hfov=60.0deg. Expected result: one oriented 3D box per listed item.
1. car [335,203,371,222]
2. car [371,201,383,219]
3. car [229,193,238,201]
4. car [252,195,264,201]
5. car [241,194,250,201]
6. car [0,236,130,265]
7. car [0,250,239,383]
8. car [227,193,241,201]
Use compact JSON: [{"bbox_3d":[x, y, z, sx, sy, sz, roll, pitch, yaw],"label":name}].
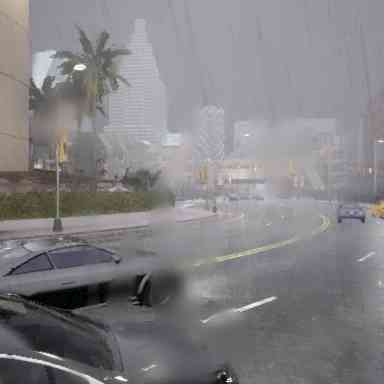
[{"bbox_3d":[12.278,1.532,26.004,2.033,1.411,5.357,0,0,21],"label":"car"},{"bbox_3d":[16.690,1.463,28.505,1.882,1.535,5.008,0,0,16],"label":"car"},{"bbox_3d":[10.797,1.289,87.333,2.185,1.767,4.553,0,0,7],"label":"car"},{"bbox_3d":[16.919,1.536,83.479,1.895,1.301,4.718,0,0,7],"label":"car"},{"bbox_3d":[13.451,1.491,83.957,1.994,1.385,4.181,0,0,7],"label":"car"},{"bbox_3d":[-2.172,1.558,6.311,4.181,1.385,1.994,0,0,-37],"label":"car"},{"bbox_3d":[-1.841,1.502,2.244,4.892,1.490,1.837,0,0,-34],"label":"car"},{"bbox_3d":[10.165,1.419,80.938,2.097,1.535,5.008,0,0,7],"label":"car"}]
